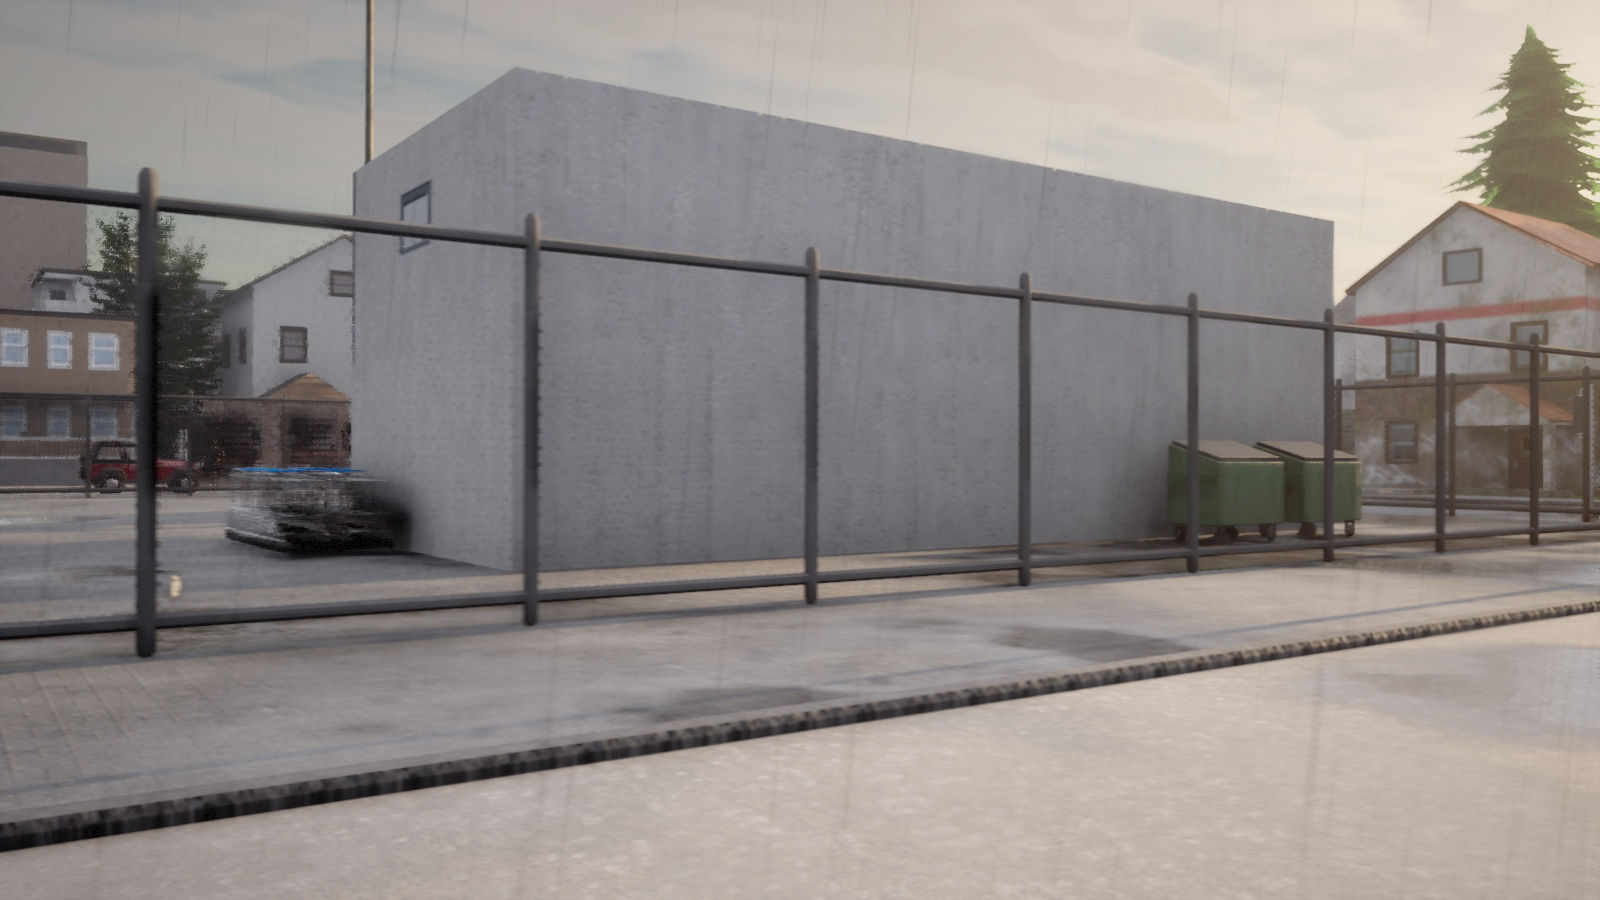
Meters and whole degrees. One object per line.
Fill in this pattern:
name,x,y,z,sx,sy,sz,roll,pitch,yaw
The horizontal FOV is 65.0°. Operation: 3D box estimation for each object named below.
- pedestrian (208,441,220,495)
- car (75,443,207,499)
pedestrian,-19.804,0.606,42.443,0.354,1.836,0.706,0,0,-25
car,-22.867,0.705,43.579,3.866,1.878,1.905,0,0,-34
